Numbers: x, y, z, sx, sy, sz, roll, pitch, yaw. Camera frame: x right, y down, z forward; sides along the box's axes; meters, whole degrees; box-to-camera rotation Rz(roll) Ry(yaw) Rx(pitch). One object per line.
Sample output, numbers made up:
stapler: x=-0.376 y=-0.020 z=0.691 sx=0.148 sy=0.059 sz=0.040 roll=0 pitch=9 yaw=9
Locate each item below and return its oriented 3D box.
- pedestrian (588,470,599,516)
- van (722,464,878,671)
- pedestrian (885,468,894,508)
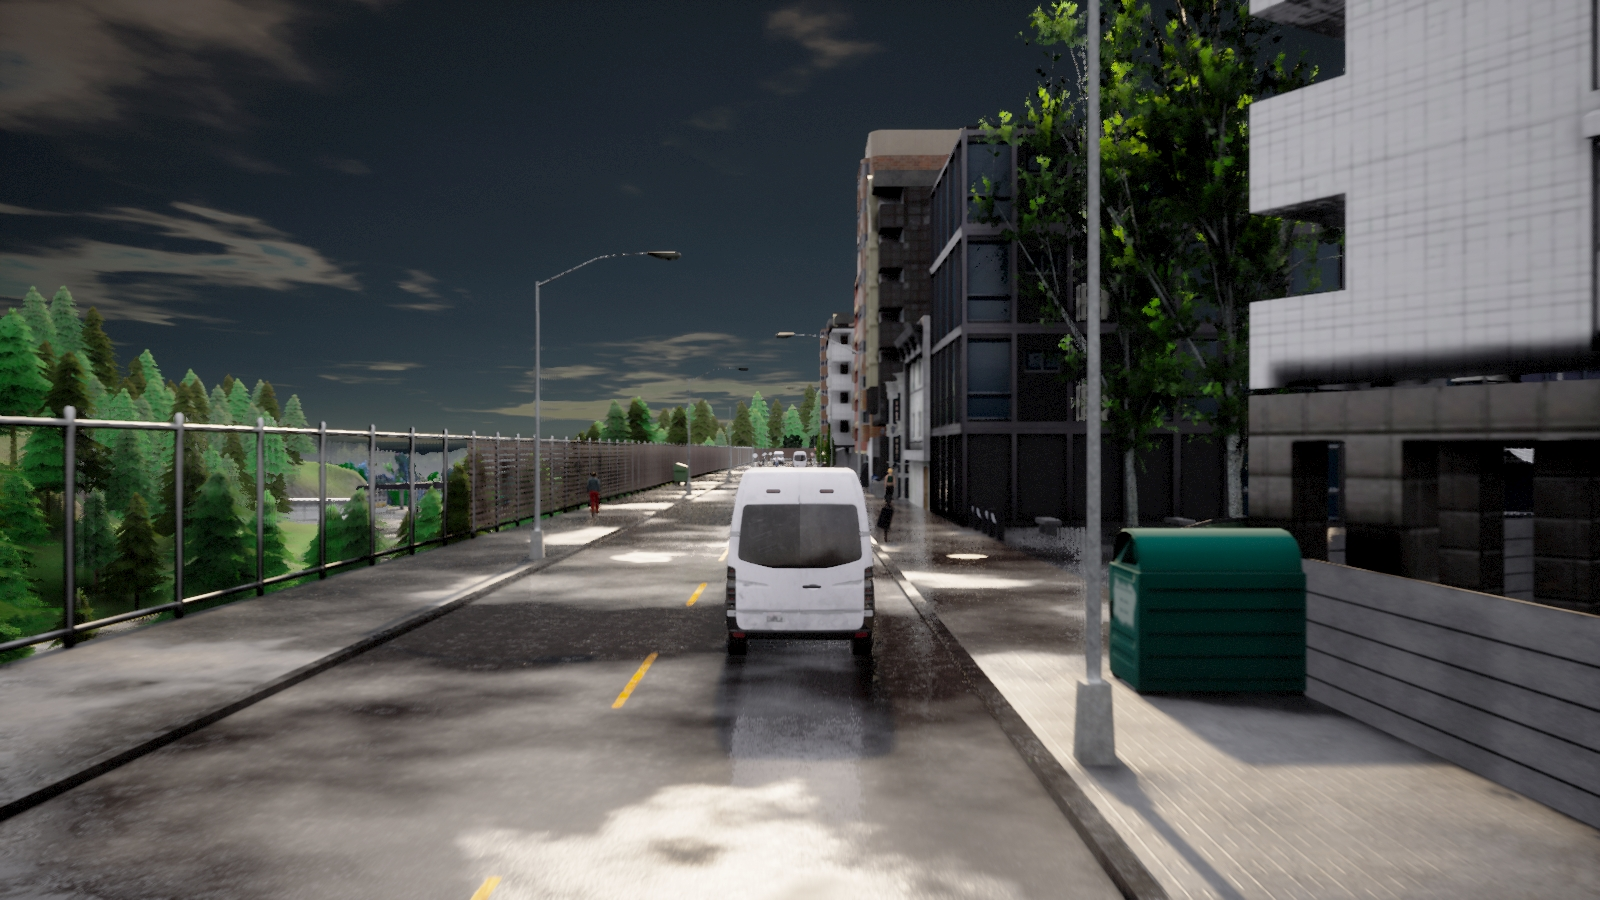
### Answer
pedestrian: x=-8.368 y=1.745 z=46.360 sx=0.375 sy=1.860 sz=0.375 roll=0 pitch=0 yaw=1
van: x=-0.005 y=1.534 z=17.525 sx=1.988 sy=2.561 sz=5.915 roll=0 pitch=0 yaw=0
pedestrian: x=4.111 y=1.744 z=52.527 sx=0.375 sy=1.860 sz=0.375 roll=0 pitch=0 yaw=-3
